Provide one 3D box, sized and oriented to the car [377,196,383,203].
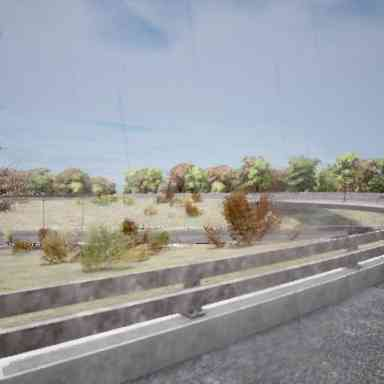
[{"bbox_3d":[44.174,1.969,74.842,1.994,1.385,4.181,0,-1,5],"label":"car"}]
